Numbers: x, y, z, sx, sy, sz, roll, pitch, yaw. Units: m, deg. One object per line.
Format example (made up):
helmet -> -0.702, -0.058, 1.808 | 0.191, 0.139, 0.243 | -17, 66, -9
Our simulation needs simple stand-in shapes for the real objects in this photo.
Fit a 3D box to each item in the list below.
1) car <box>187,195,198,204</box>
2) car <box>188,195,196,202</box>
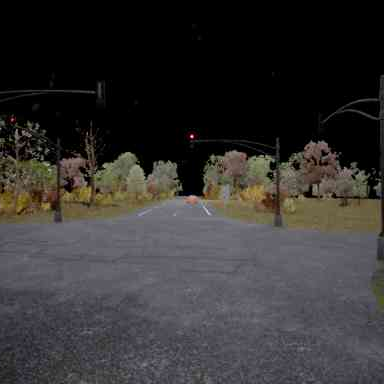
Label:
car -> 0.070, 1.424, 67.959 | 2.097, 1.767, 4.553 | 0, 0, 0
car -> 0.080, 1.450, 77.994 | 1.812, 1.442, 4.674 | 0, 0, 0
